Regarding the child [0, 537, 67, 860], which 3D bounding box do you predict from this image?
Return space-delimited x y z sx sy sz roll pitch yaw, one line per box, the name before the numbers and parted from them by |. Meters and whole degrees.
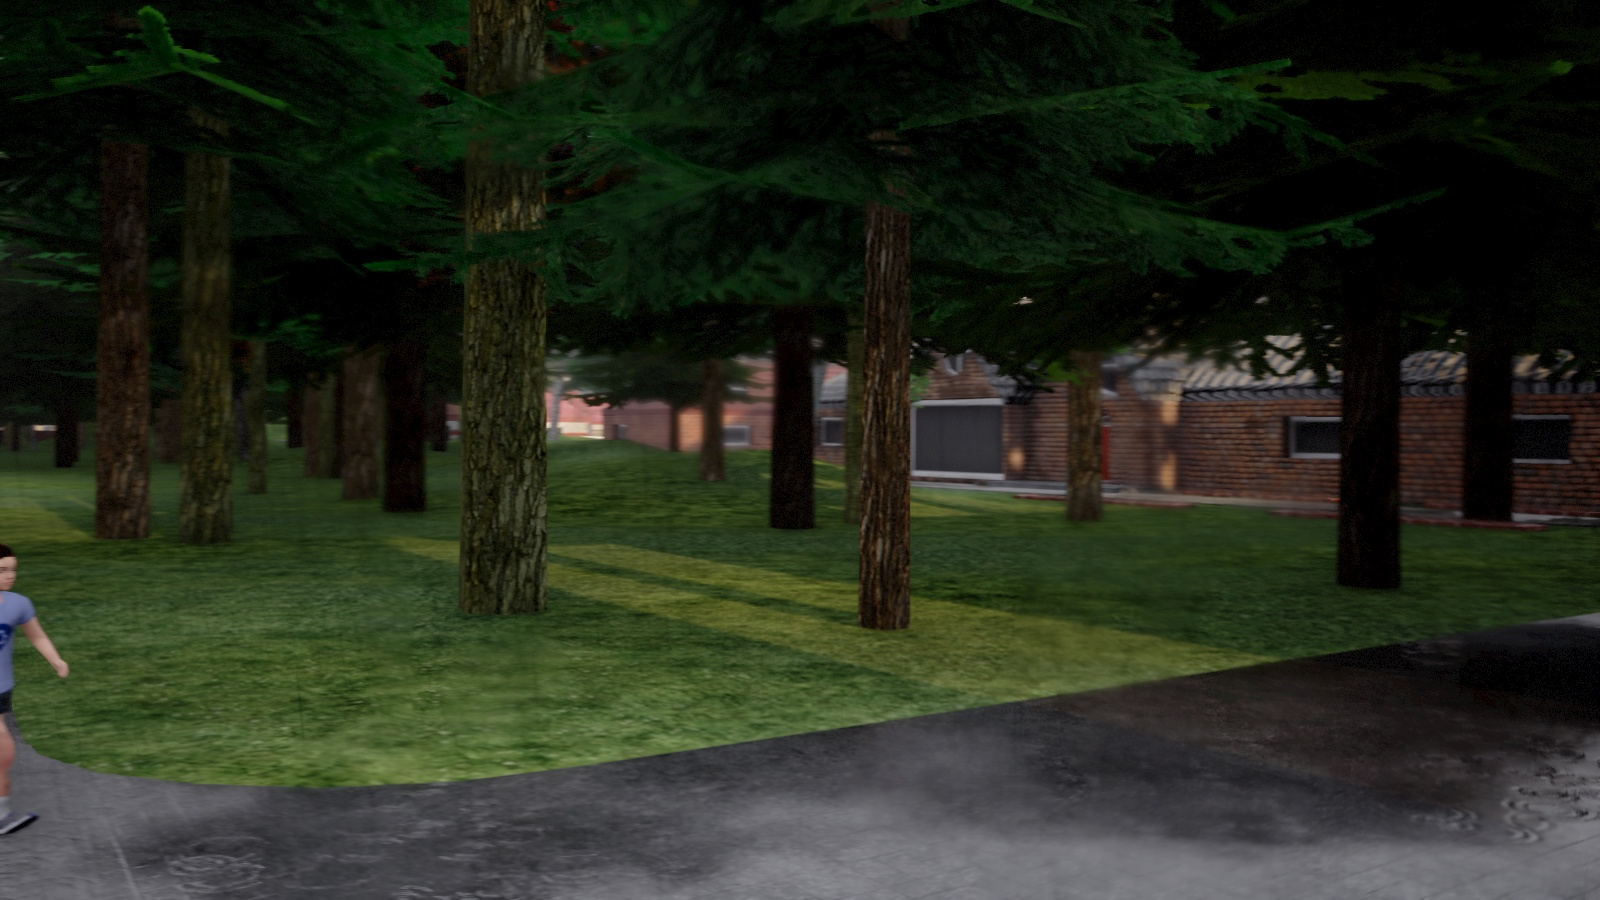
child | -2.937 0.879 4.554 0.394 1.110 0.255 -1 1 13
